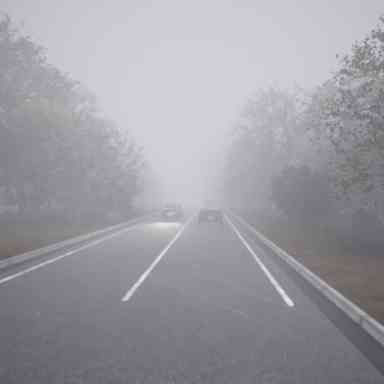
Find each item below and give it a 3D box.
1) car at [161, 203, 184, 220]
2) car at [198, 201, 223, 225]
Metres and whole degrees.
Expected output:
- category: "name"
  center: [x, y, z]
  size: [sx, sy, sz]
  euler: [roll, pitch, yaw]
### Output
- category: "car"
  center: [-1.825, 1.846, 32.116]
  size: [2.128, 1.511, 4.902]
  euler: [1, -1, 3]
- category: "car"
  center: [1.504, 1.776, 27.020]
  size: [1.882, 1.535, 5.008]
  euler: [1, -1, 3]
